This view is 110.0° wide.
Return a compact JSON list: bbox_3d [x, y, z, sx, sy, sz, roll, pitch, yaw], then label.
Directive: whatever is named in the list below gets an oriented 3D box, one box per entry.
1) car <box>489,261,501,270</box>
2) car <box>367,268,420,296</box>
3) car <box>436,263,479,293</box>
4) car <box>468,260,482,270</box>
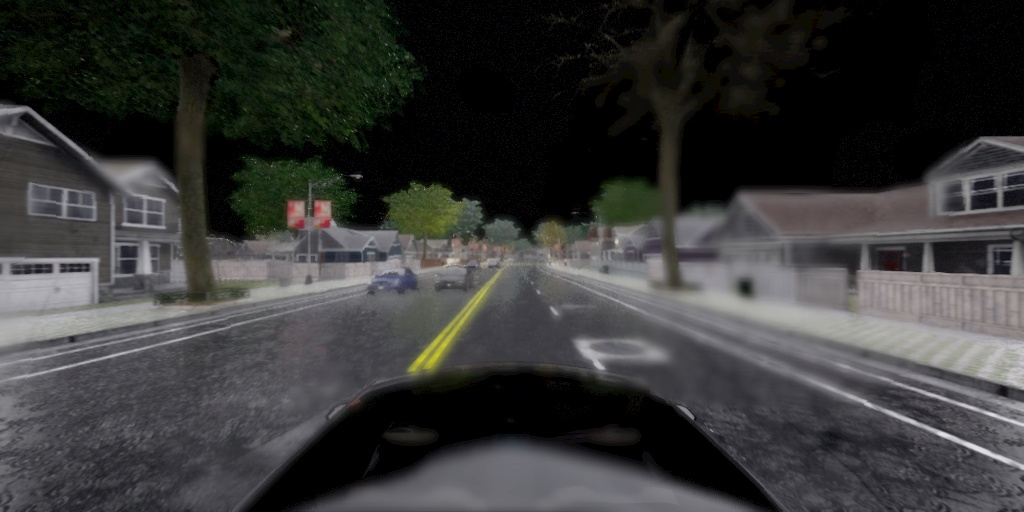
[{"bbox_3d":[-3.007,1.601,63.562,1.882,1.535,5.008,0,0,2],"label":"car"},{"bbox_3d":[-6.577,1.405,20.474,1.812,1.442,4.674,0,0,0],"label":"car"},{"bbox_3d":[-3.324,1.397,21.984,1.837,1.490,4.892,0,0,0],"label":"car"},{"bbox_3d":[-6.336,1.462,60.800,2.097,1.767,4.553,0,0,2],"label":"car"}]
